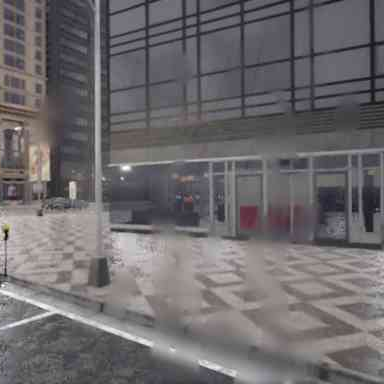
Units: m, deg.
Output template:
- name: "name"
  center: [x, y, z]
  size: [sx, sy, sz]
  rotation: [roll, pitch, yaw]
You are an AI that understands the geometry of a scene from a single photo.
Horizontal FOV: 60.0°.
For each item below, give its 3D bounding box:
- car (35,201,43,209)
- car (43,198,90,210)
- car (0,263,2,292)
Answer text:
- name: "car"
  center: [-18.633, 1.531, 44.873]
  size: [2.128, 1.511, 4.902]
  rotation: [-1, 0, 36]
- name: "car"
  center: [-15.928, 1.556, 43.074]
  size: [2.033, 1.411, 5.357]
  rotation: [-1, 0, 36]
- name: "car"
  center: [-5.725, 1.557, 6.942]
  size: [4.507, 1.381, 1.887]
  rotation: [0, -1, 36]
